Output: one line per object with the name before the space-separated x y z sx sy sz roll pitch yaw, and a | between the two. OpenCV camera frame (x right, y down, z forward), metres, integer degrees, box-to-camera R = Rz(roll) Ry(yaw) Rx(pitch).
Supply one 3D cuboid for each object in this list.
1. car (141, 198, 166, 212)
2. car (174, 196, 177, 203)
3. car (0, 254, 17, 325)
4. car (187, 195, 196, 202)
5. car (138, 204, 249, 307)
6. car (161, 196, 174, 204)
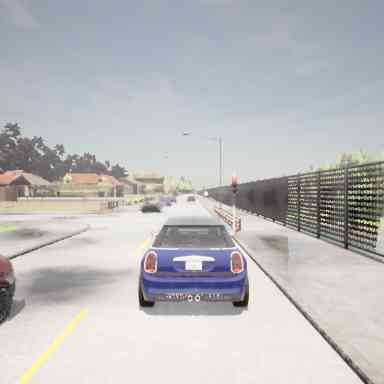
car | -4.165 1.601 35.191 1.895 1.301 4.718 0 0 0
car | -4.127 1.547 69.402 2.033 1.411 5.357 0 0 0
car | -4.094 1.526 4.298 1.812 1.442 4.674 0 0 0
car | -0.138 1.524 76.338 1.812 1.442 4.674 0 0 0
car | 0.038 1.352 8.138 2.097 1.767 4.553 0 0 0
car | -4.180 1.526 51.111 1.812 1.442 4.674 0 0 0
